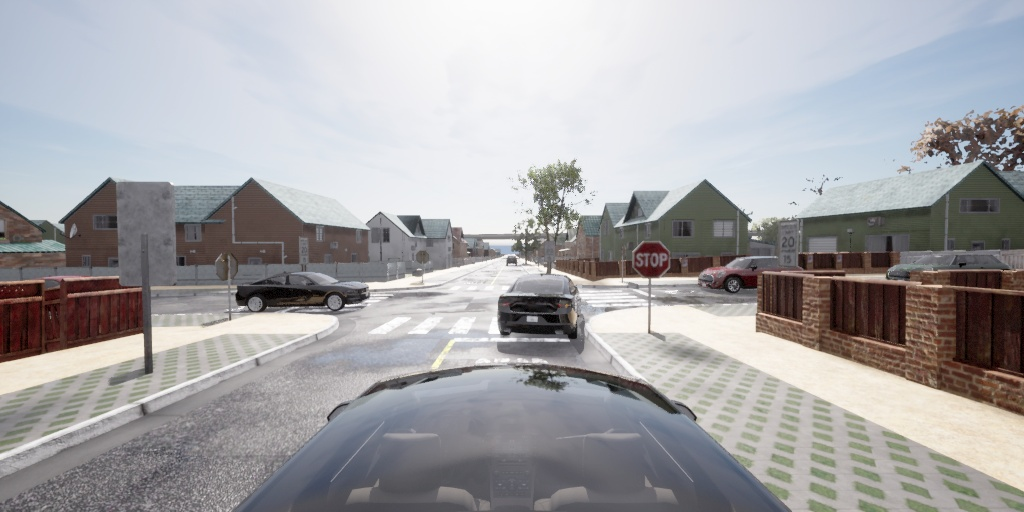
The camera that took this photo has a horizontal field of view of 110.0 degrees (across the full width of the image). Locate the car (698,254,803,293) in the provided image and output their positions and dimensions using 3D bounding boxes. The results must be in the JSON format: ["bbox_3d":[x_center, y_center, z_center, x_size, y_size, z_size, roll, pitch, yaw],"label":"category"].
[{"bbox_3d":[11.796,0.820,17.848,4.553,1.767,2.097,-1,2,0],"label":"car"}]

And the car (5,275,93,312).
[{"bbox_3d":[-18.029,1.547,14.683,5.008,1.535,1.882,-1,2,0],"label":"car"}]

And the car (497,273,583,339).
[{"bbox_3d":[0.953,1.224,10.232,1.882,1.535,5.008,0,0,12],"label":"car"}]

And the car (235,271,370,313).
[{"bbox_3d":[-8.477,1.377,14.752,5.008,1.535,1.882,-1,2,0],"label":"car"}]

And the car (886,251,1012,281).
[{"bbox_3d":[21.691,0.646,17.926,4.553,1.767,2.097,-1,2,0],"label":"car"}]
